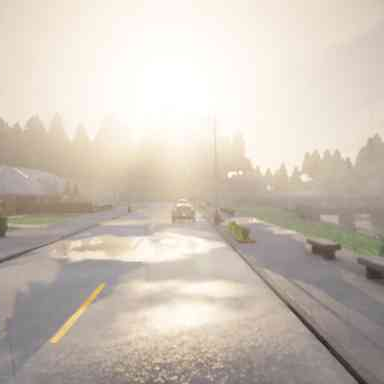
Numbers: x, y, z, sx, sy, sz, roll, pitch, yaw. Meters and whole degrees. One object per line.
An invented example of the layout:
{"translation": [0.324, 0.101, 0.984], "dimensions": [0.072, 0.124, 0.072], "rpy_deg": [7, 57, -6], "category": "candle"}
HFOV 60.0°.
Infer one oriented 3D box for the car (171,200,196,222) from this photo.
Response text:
{"translation": [-0.692, 1.673, 27.527], "dimensions": [1.994, 1.385, 4.181], "rpy_deg": [-1, 0, -2], "category": "car"}
